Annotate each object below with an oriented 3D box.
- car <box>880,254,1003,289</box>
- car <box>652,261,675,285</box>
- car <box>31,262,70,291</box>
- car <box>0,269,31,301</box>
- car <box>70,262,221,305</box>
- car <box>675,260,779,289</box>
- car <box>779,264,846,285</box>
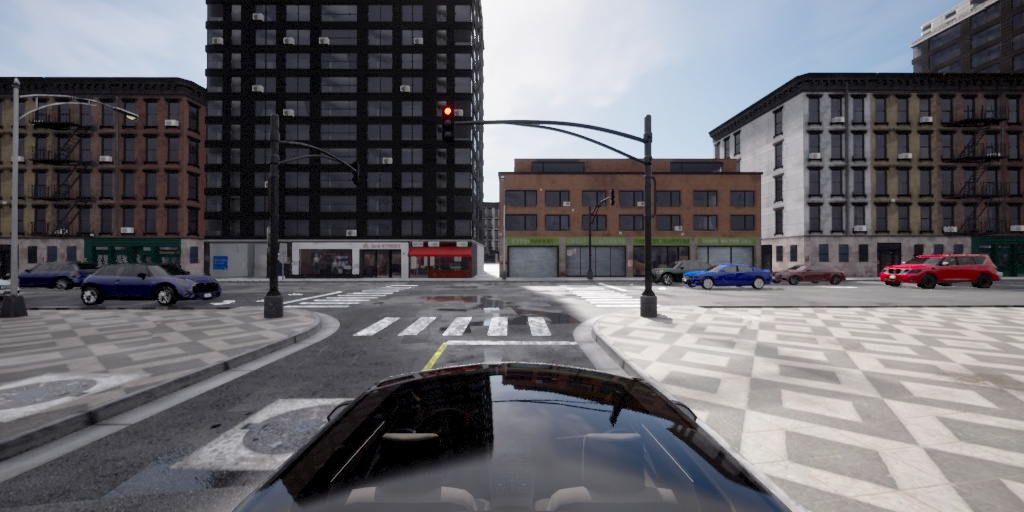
[{"bbox_3d":[26.203,0.926,22.096,5.566,2.045,2.150,0,0,0],"label":"car"},{"bbox_3d":[11.967,1.113,25.301,4.553,1.767,2.097,0,0,0],"label":"car"},{"bbox_3d":[-27.850,1.162,21.929,4.553,1.767,2.097,0,0,0],"label":"car"},{"bbox_3d":[-24.098,1.276,15.239,4.674,1.442,1.812,0,0,0],"label":"car"},{"bbox_3d":[-15.135,1.085,15.239,4.553,1.767,2.097,0,0,1],"label":"car"},{"bbox_3d":[13.105,1.210,22.043,5.008,1.535,1.882,0,0,-2],"label":"car"},{"bbox_3d":[20.795,1.269,25.312,4.674,1.442,1.812,0,0,0],"label":"car"}]
